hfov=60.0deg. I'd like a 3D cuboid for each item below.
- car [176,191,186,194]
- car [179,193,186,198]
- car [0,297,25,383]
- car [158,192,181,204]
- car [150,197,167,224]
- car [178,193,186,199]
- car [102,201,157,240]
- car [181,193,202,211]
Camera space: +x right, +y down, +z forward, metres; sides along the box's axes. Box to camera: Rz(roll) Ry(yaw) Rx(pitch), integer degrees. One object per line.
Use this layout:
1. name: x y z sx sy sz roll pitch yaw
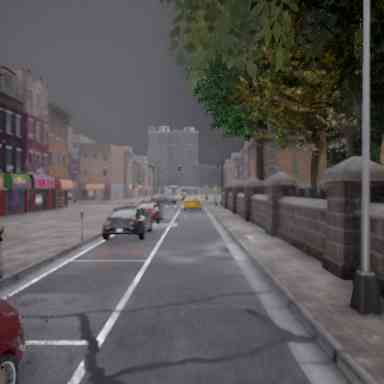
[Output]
1. car: -2.604 1.051 62.875 1.752 1.417 4.829 0 0 0
2. car: -2.589 0.897 90.305 1.947 1.339 4.313 0 0 0
3. car: -2.638 1.565 2.061 1.802 1.307 4.206 0 0 0
4. car: -4.446 1.175 51.556 4.181 1.385 1.994 0 1 29
5. car: -3.011 1.346 23.109 1.812 1.442 4.674 0 0 0
6. car: -2.592 0.935 84.853 1.947 1.339 4.313 0 0 0
7. car: -3.015 1.399 16.110 1.812 1.442 4.674 0 0 0
8. car: 0.066 1.196 36.567 1.882 1.535 5.008 0 0 0
